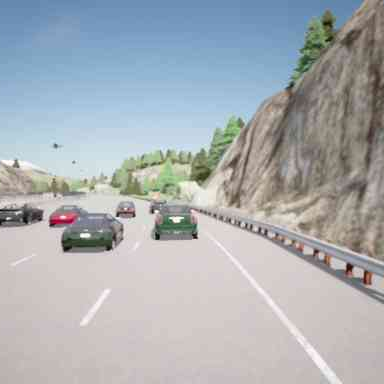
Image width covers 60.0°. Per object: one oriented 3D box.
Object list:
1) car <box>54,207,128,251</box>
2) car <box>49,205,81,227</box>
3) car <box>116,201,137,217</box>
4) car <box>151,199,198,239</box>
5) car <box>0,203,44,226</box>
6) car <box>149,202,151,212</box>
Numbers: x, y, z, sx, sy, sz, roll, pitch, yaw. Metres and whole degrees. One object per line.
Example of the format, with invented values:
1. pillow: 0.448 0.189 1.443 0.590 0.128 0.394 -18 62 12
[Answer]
1. car: -4.120 1.584 14.338 1.994 1.385 4.181 0 0 -5
2. car: -8.608 1.600 23.539 1.994 1.385 4.181 0 0 -7
3. car: -6.353 1.586 32.085 2.033 1.411 5.357 0 0 -10
4. car: -0.912 1.368 17.739 2.097 1.767 4.553 0 0 -5
5. car: -12.206 1.536 24.007 2.128 1.511 4.902 0 0 -8
6. car: -3.632 1.528 36.367 2.128 1.511 4.902 0 0 -11
